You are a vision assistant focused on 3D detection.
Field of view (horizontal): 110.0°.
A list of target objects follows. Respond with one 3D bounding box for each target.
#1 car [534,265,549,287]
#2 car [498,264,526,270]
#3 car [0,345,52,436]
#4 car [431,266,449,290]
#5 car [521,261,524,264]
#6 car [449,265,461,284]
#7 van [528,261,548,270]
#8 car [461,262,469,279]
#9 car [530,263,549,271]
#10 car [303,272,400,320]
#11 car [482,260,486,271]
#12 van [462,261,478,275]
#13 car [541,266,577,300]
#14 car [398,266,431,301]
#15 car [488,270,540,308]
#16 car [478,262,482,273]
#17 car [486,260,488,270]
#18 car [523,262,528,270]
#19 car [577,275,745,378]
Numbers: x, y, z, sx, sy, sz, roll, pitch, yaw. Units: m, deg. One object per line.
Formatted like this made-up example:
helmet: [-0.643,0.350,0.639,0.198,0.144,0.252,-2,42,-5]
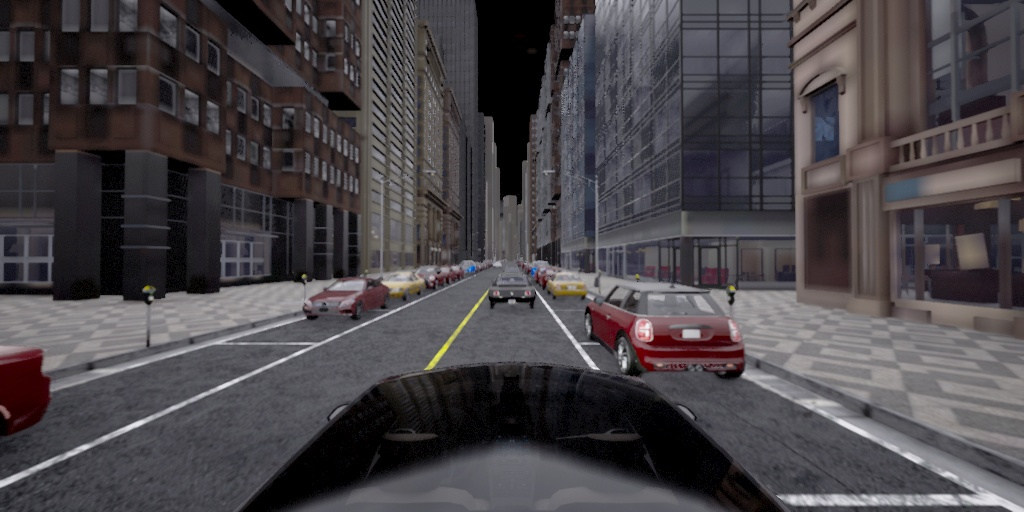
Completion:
car: [2.765,1.507,24.270,1.888,1.381,4.507,0,0,0]
car: [0.005,1.625,30.958,1.895,1.301,4.718,0,0,0]
car: [-5.762,1.296,1.856,1.888,1.381,4.507,0,0,0]
car: [-5.760,1.401,24.262,1.967,1.591,4.097,0,0,0]
car: [2.768,1.665,52.279,1.967,1.591,4.097,0,0,0]
car: [-5.759,1.559,29.863,1.888,1.381,4.507,0,0,0]
van: [2.766,1.407,35.473,1.690,1.789,3.998,0,0,0]
car: [-5.759,1.612,35.465,1.888,1.381,4.507,0,0,0]
car: [2.766,1.559,29.871,1.888,1.381,4.507,0,0,0]
car: [-5.761,1.438,13.058,1.802,1.307,4.207,0,0,0]
car: [-5.756,1.717,57.871,1.967,1.591,4.097,0,0,0]
van: [-5.758,1.513,46.669,1.690,1.789,3.998,0,0,0]
car: [2.765,1.434,18.837,1.751,1.417,4.829,0,0,0]
car: [-5.761,1.434,18.490,1.751,1.417,4.829,0,0,0]
car: [0.004,1.484,15.960,1.895,1.301,4.718,0,0,0]
car: [-5.757,1.807,52.269,1.802,1.307,4.207,0,0,0]
car: [-5.756,1.896,63.473,1.948,1.339,4.313,0,0,0]
car: [2.768,1.717,46.677,1.888,1.381,4.507,0,0,0]
car: [2.764,1.244,7.463,1.967,1.591,4.097,0,0,0]
